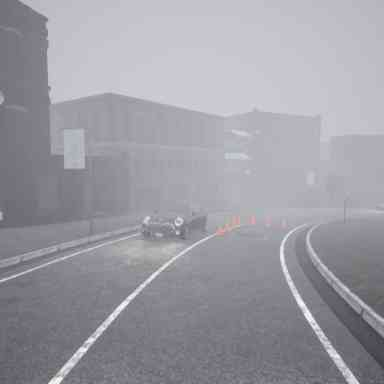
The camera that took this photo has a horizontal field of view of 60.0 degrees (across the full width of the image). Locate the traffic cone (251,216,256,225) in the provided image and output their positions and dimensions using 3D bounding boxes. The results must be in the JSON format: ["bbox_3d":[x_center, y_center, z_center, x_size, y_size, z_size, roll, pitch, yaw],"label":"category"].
[{"bbox_3d":[4.206,1.957,22.744,0.340,0.580,0.340,2,1,17],"label":"traffic cone"}]

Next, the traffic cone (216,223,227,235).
[{"bbox_3d":[1.462,1.925,17.327,0.340,0.580,0.340,2,0,17],"label":"traffic cone"}]

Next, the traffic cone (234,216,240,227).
[{"bbox_3d":[2.662,1.924,21.142,0.340,0.580,0.340,2,1,17],"label":"traffic cone"}]

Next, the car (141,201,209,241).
[{"bbox_3d":[-0.702,1.276,16.602,2.097,1.767,4.553,1,1,19],"label":"car"}]

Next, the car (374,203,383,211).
[{"bbox_3d":[28.689,2.191,48.558,4.181,1.385,1.994,2,3,-22],"label":"car"}]

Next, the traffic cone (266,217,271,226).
[{"bbox_3d":[5.160,1.993,22.450,0.340,0.580,0.340,2,1,17],"label":"traffic cone"}]

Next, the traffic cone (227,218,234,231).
[{"bbox_3d":[2.061,1.925,19.235,0.340,0.580,0.340,2,1,18],"label":"traffic cone"}]
